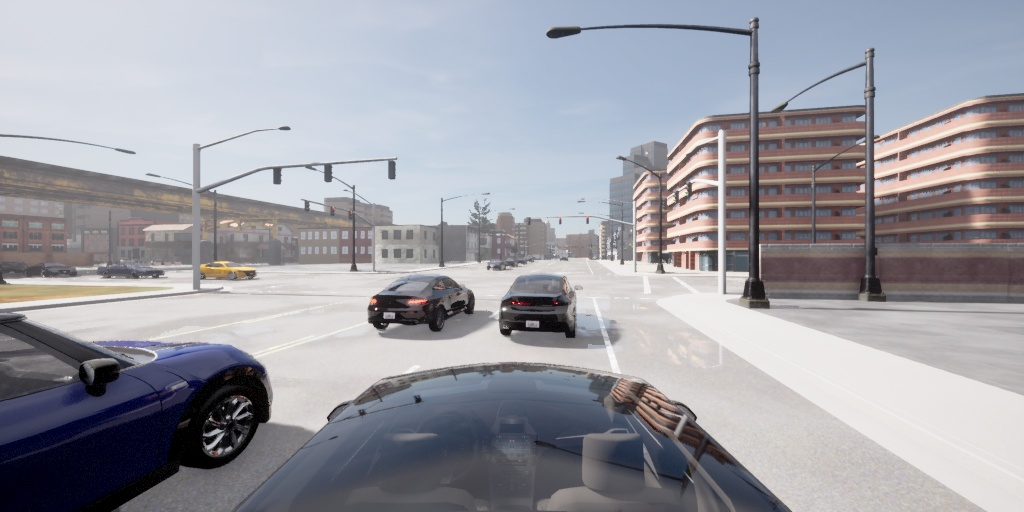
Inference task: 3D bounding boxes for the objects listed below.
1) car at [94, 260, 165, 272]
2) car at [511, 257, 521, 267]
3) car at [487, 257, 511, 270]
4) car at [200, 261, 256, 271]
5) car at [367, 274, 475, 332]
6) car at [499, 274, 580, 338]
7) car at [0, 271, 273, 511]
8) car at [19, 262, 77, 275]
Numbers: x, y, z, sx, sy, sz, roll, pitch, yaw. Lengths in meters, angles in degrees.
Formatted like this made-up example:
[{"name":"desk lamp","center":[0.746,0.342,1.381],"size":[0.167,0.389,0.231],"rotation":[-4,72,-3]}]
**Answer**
[{"name":"car","center":[-34.263,1.297,32.185],"size":[5.357,1.411,2.033],"rotation":[0,0,9]},{"name":"car","center":[-0.245,0.957,57.338],"size":[1.882,1.535,5.008],"rotation":[0,1,11]},{"name":"car","center":[-2.042,1.106,48.061],"size":[2.128,1.511,4.902],"rotation":[0,1,11]},{"name":"car","center":[-24.311,1.228,30.503],"size":[5.008,1.535,1.882],"rotation":[0,0,10]},{"name":"car","center":[-2.539,1.276,10.924],"size":[1.812,1.442,4.674],"rotation":[0,0,11]},{"name":"car","center":[0.907,1.255,10.284],"size":[1.837,1.490,4.892],"rotation":[0,0,11]},{"name":"car","center":[-3.858,1.102,2.146],"size":[2.097,1.767,4.553],"rotation":[0,0,6]},{"name":"car","center":[-43.983,1.314,34.216],"size":[4.181,1.385,1.994],"rotation":[0,0,15]}]
